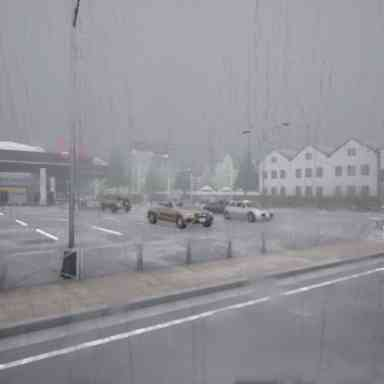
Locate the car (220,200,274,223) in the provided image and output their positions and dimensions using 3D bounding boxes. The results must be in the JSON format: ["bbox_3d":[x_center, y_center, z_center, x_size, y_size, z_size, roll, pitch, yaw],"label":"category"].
[{"bbox_3d":[4.164,1.414,24.639,1.970,1.475,3.806,1,0,-36],"label":"car"}]

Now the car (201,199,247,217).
[{"bbox_3d":[3.050,1.514,32.504,2.007,1.523,4.514,1,0,-36],"label":"car"}]

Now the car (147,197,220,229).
[{"bbox_3d":[-0.871,1.274,20.648,2.152,1.636,5.027,1,0,-36],"label":"car"}]

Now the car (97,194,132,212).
[{"bbox_3d":[-8.414,1.248,36.622,1.932,1.855,4.605,1,0,-36],"label":"car"}]

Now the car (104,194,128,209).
[{"bbox_3d":[-10.309,1.258,44.935,1.905,1.878,3.866,1,0,-36],"label":"car"}]

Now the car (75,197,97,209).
[{"bbox_3d":[-13.372,1.511,43.500,1.970,1.475,3.806,1,0,-36],"label":"car"}]

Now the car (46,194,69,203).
[{"bbox_3d":[-29.617,1.667,72.927,4.611,1.667,2.242,1,0,-36],"label":"car"}]
